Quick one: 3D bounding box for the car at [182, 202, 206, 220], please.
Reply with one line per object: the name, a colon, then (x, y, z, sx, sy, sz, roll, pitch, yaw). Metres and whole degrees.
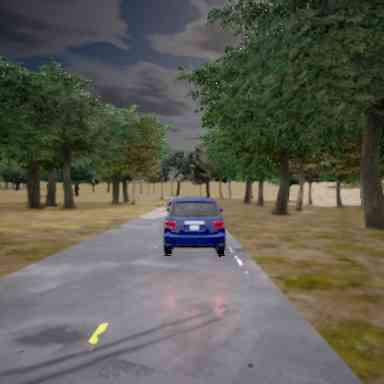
car: (0.160, 1.607, 29.760, 1.994, 1.385, 4.181, 0, 0, 0)

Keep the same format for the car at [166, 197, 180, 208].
car: (-2.921, 1.577, 51.564, 1.882, 1.535, 5.008, 0, 0, 0)

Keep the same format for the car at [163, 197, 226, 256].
car: (0.102, 1.228, 13.331, 2.150, 2.045, 5.566, 0, 0, 1)
